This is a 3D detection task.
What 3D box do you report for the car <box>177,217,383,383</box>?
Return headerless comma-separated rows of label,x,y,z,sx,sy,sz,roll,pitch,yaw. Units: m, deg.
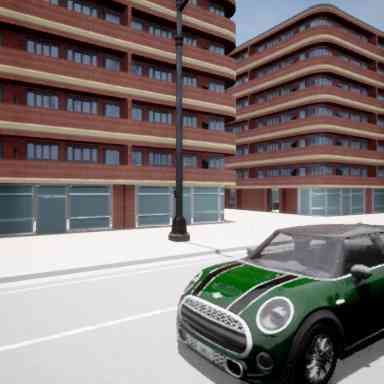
car,1.992,1.352,5.387,4.553,1.767,2.097,0,0,-35
